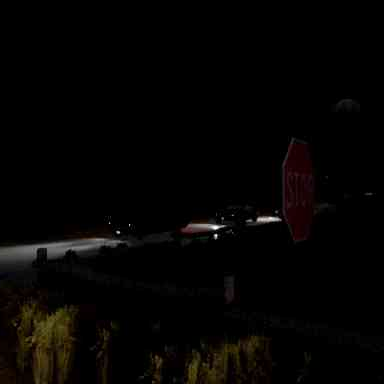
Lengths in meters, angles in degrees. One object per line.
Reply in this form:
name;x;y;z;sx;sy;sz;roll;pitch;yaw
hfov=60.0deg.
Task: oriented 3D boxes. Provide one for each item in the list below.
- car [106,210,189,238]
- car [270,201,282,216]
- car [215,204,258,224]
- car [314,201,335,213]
car;-2.261;1.648;17.804;1.895;1.301;4.718;-1;-1;36
car;9.682;1.678;34.327;2.128;1.511;4.902;-1;-1;36
car;3.585;1.656;25.911;1.812;1.442;4.674;-1;-1;36
car;13.168;1.685;33.597;1.812;1.442;4.674;-1;-1;36
